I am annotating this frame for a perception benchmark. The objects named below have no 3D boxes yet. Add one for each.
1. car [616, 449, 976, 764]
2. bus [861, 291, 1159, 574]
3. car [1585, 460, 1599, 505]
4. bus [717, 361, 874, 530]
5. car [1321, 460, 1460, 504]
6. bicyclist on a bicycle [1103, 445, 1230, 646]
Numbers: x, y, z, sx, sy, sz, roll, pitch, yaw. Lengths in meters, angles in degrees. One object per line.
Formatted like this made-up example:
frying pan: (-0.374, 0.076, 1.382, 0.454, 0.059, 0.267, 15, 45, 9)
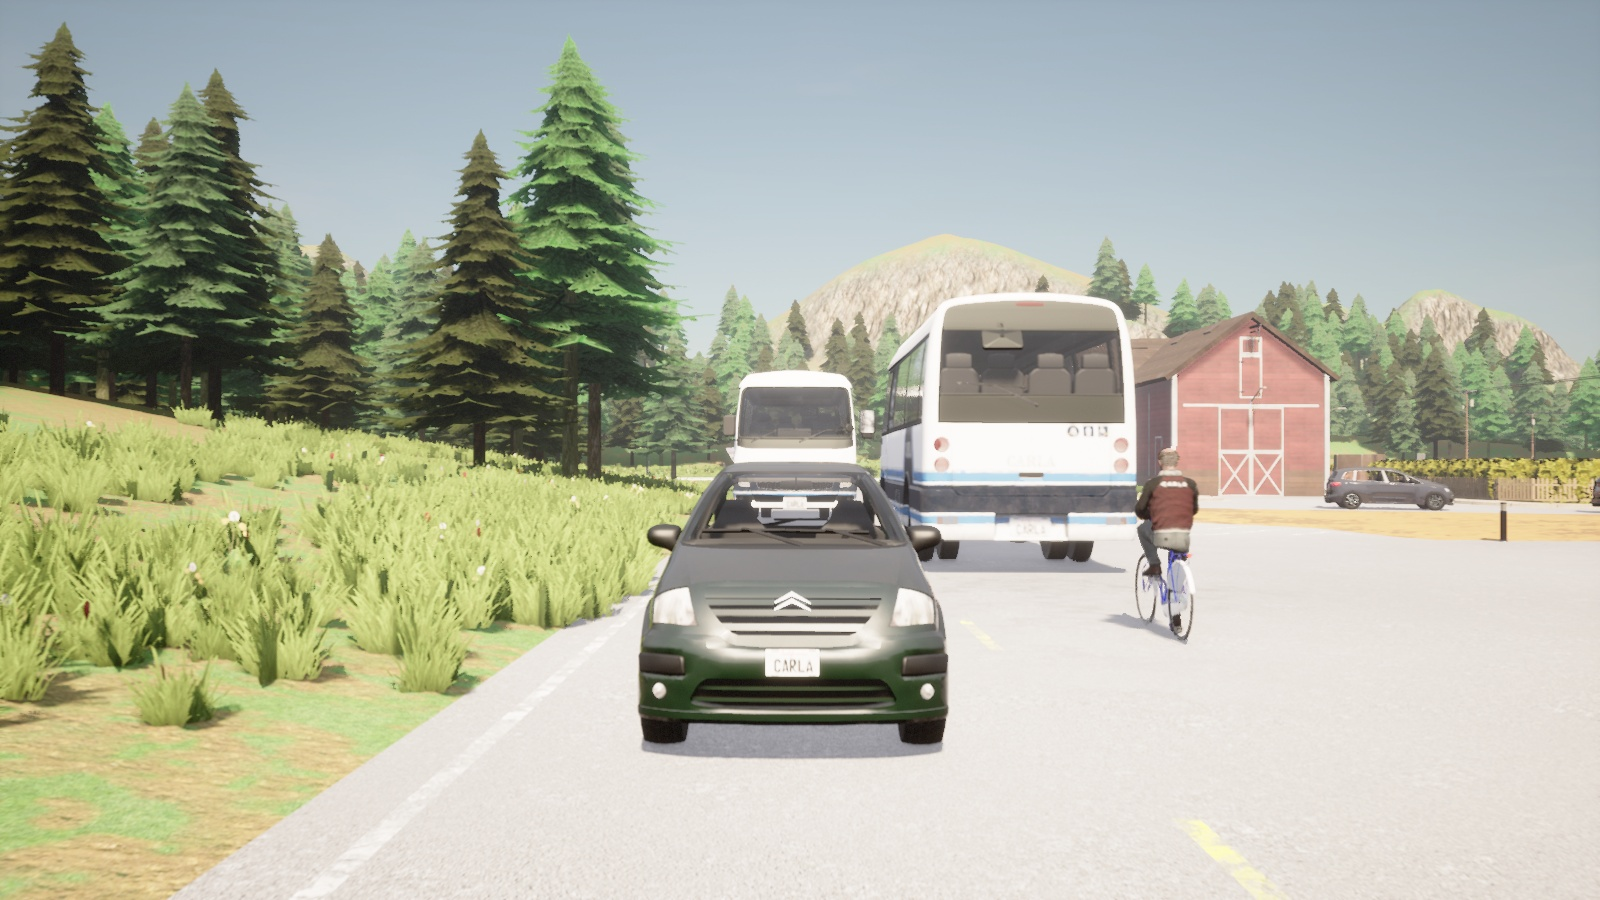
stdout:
car: (-0.030, 0.836, 8.472, 1.851, 1.617, 3.988, 0, -1, 0)
bus: (3.413, -0.220, 24.063, 3.944, 4.253, 10.273, 0, -1, 0)
car: (32.034, 1.208, 46.498, 4.611, 1.667, 2.242, 0, -1, 19)
bus: (-0.131, -0.017, 36.799, 3.944, 4.253, 10.273, 0, -1, 0)
car: (23.058, 1.242, 49.260, 4.611, 1.667, 2.242, 0, -1, 16)
bicyclist on a bicycle: (3.458, 0.846, 12.012, 0.659, 1.776, 1.843, 0, 0, 0)
